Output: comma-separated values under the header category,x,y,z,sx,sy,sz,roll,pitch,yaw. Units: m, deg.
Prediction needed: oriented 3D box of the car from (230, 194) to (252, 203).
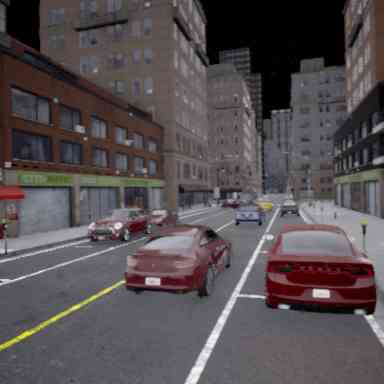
category,x,y,z,sx,sy,sz,roll,pitch,yaw
car,7.000,1.339,45.137,2.150,2.045,5.566,-1,-1,16

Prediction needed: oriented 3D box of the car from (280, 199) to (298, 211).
category,x,y,z,sx,sy,sz,roll,pitch,yaw
car,12.191,1.560,41.863,1.947,1.339,4.313,-2,0,16

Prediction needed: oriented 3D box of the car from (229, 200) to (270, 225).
category,x,y,z,sx,sy,sz,roll,pitch,yaw
car,4.312,1.603,24.311,2.033,1.411,5.357,-1,0,16

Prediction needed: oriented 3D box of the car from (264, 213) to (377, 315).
category,x,y,z,sx,sy,sz,roll,pitch,yaw
car,2.735,1.469,7.688,1.882,1.535,5.008,-1,0,16

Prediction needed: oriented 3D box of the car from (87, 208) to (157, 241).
category,x,y,z,sx,sy,sz,roll,pitch,yaw
car,-3.681,1.613,17.344,1.967,1.590,4.097,-2,-1,16

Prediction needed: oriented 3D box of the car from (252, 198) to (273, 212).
category,x,y,z,sx,sy,sz,roll,pitch,yaw
car,8.692,1.510,40.057,1.801,1.575,5.366,-1,0,16

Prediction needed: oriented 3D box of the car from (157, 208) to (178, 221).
category,x,y,z,sx,sy,sz,roll,pitch,yaw
car,-2.146,1.755,22.715,1.802,1.307,4.206,-2,-1,16

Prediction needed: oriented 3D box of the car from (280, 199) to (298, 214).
category,x,y,z,sx,sy,sz,roll,pitch,yaw
car,10.704,1.522,36.655,1.752,1.417,4.829,-2,0,16

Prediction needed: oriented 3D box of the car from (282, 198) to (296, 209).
category,x,y,z,sx,sy,sz,roll,pitch,yaw
car,13.723,1.574,47.235,1.802,1.307,4.206,-2,0,16

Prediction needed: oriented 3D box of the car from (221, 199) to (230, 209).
category,x,y,z,sx,sy,sz,roll,pitch,yaw
car,5.505,1.710,49.575,1.887,1.381,4.507,-2,0,16

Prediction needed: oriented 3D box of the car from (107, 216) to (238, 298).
category,x,y,z,sx,sy,sz,roll,pitch,yaw
car,-0.134,1.579,8.705,1.812,1.442,4.674,-1,0,16

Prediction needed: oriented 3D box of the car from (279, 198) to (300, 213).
category,x,y,z,sx,sy,sz,roll,pitch,yaw
car,9.127,1.549,31.120,2.008,1.369,4.403,-2,0,16
